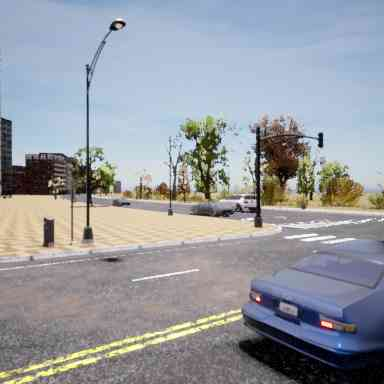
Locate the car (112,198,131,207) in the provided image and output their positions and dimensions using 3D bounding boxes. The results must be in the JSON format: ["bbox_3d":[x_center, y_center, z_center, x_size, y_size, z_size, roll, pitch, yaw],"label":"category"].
[{"bbox_3d":[-11.717,1.670,54.930,2.033,1.411,5.357,0,0,-30],"label":"car"}]

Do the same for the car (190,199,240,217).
[{"bbox_3d":[1.870,1.615,32.313,2.033,1.411,5.357,0,0,-32],"label":"car"}]

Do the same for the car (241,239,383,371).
[{"bbox_3d":[3.303,1.546,5.655,5.357,1.411,2.033,0,0,-34],"label":"car"}]

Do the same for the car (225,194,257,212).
[{"bbox_3d":[5.327,1.274,39.457,2.150,2.045,5.566,0,0,-32],"label":"car"}]
